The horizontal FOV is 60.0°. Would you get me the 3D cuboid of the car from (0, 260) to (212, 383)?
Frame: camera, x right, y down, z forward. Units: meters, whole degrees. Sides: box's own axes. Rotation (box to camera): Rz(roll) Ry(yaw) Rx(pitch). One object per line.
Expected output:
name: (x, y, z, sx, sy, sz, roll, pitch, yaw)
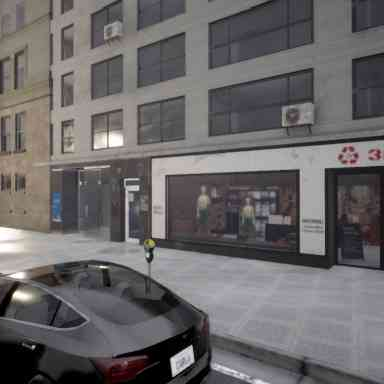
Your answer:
car: (-1.775, 1.566, 4.234, 4.313, 1.339, 1.947, 0, 0, 36)
